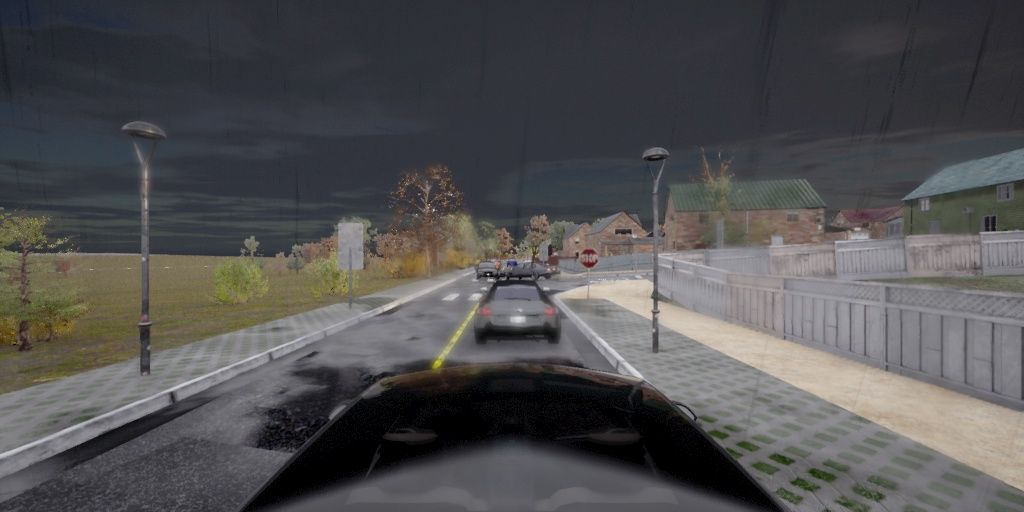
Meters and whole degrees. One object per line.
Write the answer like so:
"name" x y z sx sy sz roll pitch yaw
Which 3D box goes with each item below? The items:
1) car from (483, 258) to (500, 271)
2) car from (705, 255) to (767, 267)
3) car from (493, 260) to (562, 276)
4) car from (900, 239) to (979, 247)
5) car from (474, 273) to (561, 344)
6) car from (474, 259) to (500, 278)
"car" -2.843 1.117 51.309 2.097 1.767 4.553 0 0 1
"car" 14.389 0.412 22.954 4.181 1.385 1.994 -3 0 16
"car" 1.339 1.196 28.579 5.357 1.411 2.033 -4 -3 43
"car" 23.889 -0.210 20.532 4.902 1.511 2.128 -3 0 14
"car" 0.103 1.313 9.565 1.994 1.385 4.181 0 0 -1
"car" -2.248 1.255 31.491 1.837 1.490 4.892 0 0 -8
